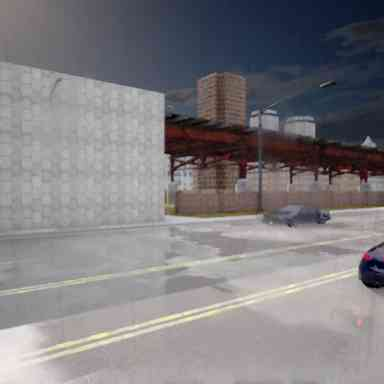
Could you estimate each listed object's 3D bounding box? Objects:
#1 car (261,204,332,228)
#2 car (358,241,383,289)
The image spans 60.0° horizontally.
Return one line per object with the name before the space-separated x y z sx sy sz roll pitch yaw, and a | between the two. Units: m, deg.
car | 7.006 1.516 21.931 5.357 1.411 2.033 0 0 -36
car | 5.845 1.548 7.949 4.181 1.385 1.994 0 0 -36
